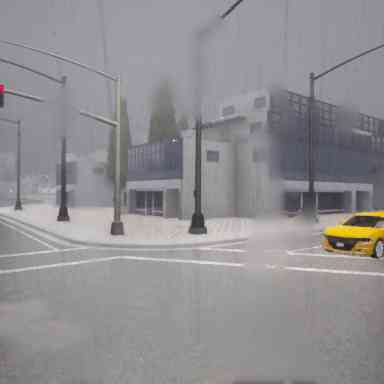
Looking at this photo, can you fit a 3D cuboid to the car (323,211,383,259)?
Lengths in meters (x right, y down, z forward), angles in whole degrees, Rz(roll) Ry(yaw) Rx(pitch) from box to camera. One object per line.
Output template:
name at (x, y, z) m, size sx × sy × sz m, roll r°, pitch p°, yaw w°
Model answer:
car at (7.078, 1.540, 12.977) m, size 5.008 × 1.535 × 1.882 m, roll 0°, pitch 0°, yaw -38°
